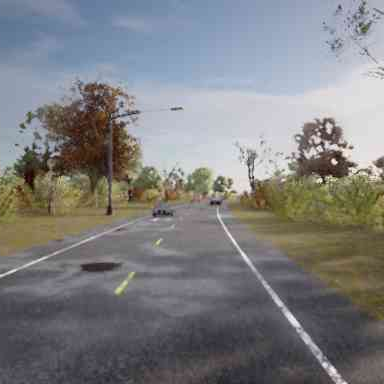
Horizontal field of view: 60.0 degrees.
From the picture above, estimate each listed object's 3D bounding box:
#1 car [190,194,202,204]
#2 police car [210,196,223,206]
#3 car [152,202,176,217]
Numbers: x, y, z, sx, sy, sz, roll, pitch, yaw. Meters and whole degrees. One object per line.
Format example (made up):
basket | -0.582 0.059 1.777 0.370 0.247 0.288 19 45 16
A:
car | 0.963 1.507 74.063 2.150 2.045 5.566 0 0 7
police car | 4.481 1.807 64.670 1.930 1.638 5.238 0 0 6
car | -2.681 1.718 32.640 1.994 1.385 4.181 0 0 3
